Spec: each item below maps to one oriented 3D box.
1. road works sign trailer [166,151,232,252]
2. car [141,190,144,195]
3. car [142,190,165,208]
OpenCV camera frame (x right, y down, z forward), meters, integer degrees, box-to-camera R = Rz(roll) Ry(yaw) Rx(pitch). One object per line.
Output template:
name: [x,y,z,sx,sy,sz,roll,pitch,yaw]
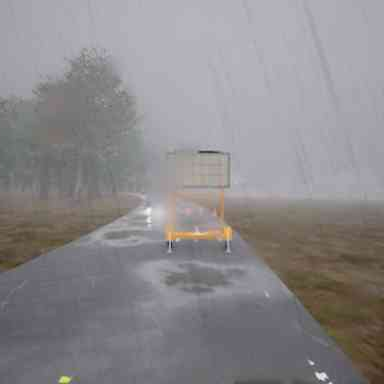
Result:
road works sign trailer: [0.227,0.238,12.688,2.380,3.560,2.880,0,1,-1]
car: [-10.619,0.080,76.773,1.895,1.301,4.718,0,1,-13]
car: [-3.948,0.853,36.002,2.128,1.511,4.902,0,1,-5]
